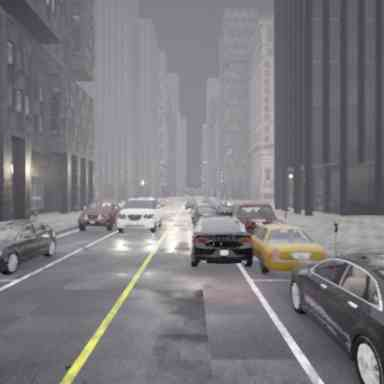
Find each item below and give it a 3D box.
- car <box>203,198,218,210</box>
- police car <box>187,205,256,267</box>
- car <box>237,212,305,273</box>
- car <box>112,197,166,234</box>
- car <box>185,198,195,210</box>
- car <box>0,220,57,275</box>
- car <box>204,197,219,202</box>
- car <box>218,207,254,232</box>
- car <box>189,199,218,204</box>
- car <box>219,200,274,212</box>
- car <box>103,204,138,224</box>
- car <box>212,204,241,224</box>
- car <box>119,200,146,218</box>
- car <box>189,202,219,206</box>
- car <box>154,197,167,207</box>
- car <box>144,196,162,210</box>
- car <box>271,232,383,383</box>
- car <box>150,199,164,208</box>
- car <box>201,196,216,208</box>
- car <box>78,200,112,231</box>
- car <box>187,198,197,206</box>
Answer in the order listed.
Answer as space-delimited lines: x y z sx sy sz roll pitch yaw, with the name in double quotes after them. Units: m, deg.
2.743 1.738 49.765 1.967 1.590 4.097 0 0 0 "car"
0.897 1.497 11.860 1.930 1.638 5.238 0 0 0 "police car"
2.757 1.590 10.722 1.752 1.417 4.829 0 0 0 "car"
-3.106 1.345 20.672 2.150 2.045 5.566 0 0 0 "car"
0.000 1.885 47.314 1.895 1.301 4.718 0 0 0 "car"
-5.768 1.614 10.546 2.008 1.369 4.403 0 0 0 "car"
2.747 1.671 38.562 1.967 1.590 4.097 0 0 0 "car"
2.753 1.712 21.756 1.802 1.307 4.206 0 0 0 "car"
0.872 1.623 27.940 1.801 1.575 5.366 0 0 0 "car"
2.754 1.412 16.156 2.192 1.841 5.009 0 0 0 "car"
-5.774 1.730 27.351 1.947 1.339 4.313 0 0 0 "car"
2.751 1.729 27.358 1.947 1.339 4.313 0 0 0 "car"
-5.776 1.637 32.954 1.967 1.590 4.097 0 0 0 "car"
0.893 1.635 21.749 1.837 1.490 4.892 0 0 0 "car"
-5.785 1.807 60.965 1.967 1.590 4.097 0 0 0 "car"
-5.782 1.614 49.762 2.192 1.841 5.009 0 0 0 "car"
2.759 1.581 4.951 2.008 1.369 4.403 0 0 0 "car"
-5.783 1.857 55.192 1.752 1.417 4.829 0 0 0 "car"
2.741 1.647 55.368 2.192 1.841 5.009 0 0 0 "car"
-5.773 1.445 21.751 2.192 1.841 5.009 0 0 0 "car"
-0.019 1.884 62.906 1.837 1.490 4.892 0 0 0 "car"
